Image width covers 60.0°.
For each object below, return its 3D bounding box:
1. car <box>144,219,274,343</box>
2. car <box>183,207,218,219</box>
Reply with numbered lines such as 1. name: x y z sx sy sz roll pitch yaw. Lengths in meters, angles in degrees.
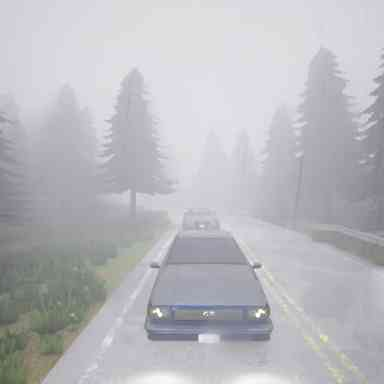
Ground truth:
1. car: 0.271 1.557 7.076 2.033 1.411 5.357 0 0 1
2. car: 0.449 1.584 19.161 1.994 1.385 4.181 0 0 -2
